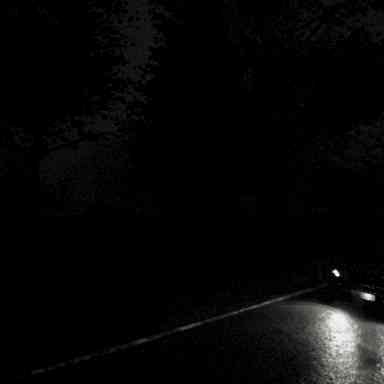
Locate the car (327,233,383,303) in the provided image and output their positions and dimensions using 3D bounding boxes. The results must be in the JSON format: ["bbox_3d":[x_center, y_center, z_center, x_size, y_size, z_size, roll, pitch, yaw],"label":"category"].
[{"bbox_3d":[5.379,1.560,7.825,5.357,1.411,2.033,0,0,-38],"label":"car"}]
